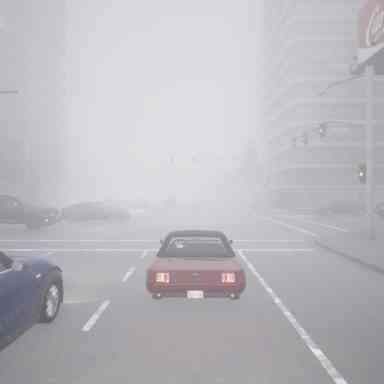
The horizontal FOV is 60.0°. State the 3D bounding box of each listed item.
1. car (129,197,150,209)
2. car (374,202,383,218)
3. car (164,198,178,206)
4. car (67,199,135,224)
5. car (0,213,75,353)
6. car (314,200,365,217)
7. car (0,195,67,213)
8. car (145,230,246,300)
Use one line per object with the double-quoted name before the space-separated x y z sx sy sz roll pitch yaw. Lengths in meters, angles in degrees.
"car" -6.962 1.492 46.451 2.128 1.511 4.902 0 0 1
"car" 18.256 1.222 27.783 5.566 2.045 2.150 0 0 0
"car" -3.300 1.564 53.043 1.994 1.385 4.181 0 0 0
"car" -6.919 1.491 23.998 4.902 1.511 2.128 0 0 0
"car" -3.434 1.352 4.329 2.097 1.767 4.553 0 0 1
"car" 14.045 1.505 31.268 4.892 1.490 1.837 0 0 0
"car" -11.054 1.218 20.484 5.566 2.045 2.150 1 0 0
"car" 0.106 1.601 8.353 1.895 1.301 4.718 0 0 1
